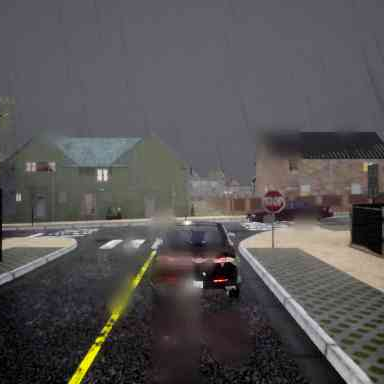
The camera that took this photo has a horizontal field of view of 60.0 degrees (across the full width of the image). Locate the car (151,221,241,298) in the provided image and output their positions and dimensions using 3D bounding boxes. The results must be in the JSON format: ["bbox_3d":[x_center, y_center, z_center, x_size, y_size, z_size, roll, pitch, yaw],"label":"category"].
[{"bbox_3d":[0.134,1.493,8.537,2.128,1.511,4.902,0,0,2],"label":"car"}]

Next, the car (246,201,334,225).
[{"bbox_3d":[6.235,1.275,21.450,5.357,1.411,2.033,-2,0,-4],"label":"car"}]
